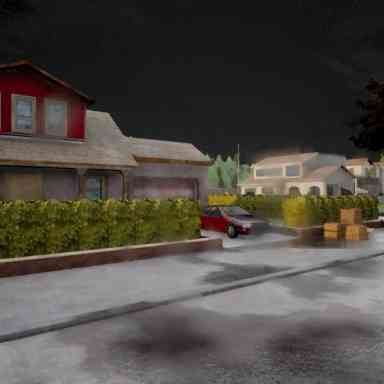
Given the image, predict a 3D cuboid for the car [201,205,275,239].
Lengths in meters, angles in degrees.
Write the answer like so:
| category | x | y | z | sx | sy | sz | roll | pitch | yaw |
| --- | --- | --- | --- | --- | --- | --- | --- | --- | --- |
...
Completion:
| category | x | y | z | sx | sy | sz | roll | pitch | yaw |
| --- | --- | --- | --- | --- | --- | --- | --- | --- | --- |
| car | 1.561 | 1.356 | 16.546 | 2.033 | 1.415 | 5.357 | 0 | 0 | -33 |
